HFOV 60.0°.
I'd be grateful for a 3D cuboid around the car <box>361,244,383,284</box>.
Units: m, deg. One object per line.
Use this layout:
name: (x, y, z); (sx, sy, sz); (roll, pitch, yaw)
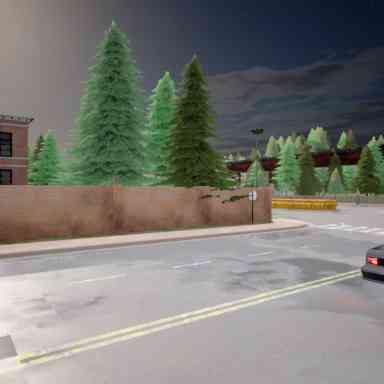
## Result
car: (6.323, 1.547, 8.239); (5.357, 1.411, 2.033); (0, 0, -35)
